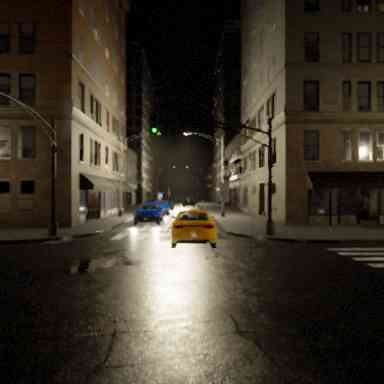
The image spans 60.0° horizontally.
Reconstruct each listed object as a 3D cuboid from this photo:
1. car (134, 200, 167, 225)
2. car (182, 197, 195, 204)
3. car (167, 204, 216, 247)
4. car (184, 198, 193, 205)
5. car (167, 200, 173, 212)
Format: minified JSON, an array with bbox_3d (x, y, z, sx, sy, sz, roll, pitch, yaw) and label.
[{"bbox_3d":[-3.260,1.611,25.746,1.882,1.535,5.008,0,0,-1],"label":"car"},{"bbox_3d":[-0.568,1.624,56.267,2.097,1.767,4.553,0,0,-1],"label":"car"},{"bbox_3d":[0.052,1.568,15.559,1.882,1.535,5.008,0,0,0],"label":"car"},{"bbox_3d":[-0.697,1.922,66.047,1.895,1.301,4.718,0,0,-1],"label":"car"},{"bbox_3d":[-3.377,1.655,35.929,1.882,1.535,5.008,0,0,0],"label":"car"}]
